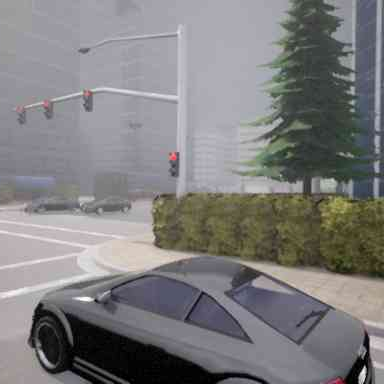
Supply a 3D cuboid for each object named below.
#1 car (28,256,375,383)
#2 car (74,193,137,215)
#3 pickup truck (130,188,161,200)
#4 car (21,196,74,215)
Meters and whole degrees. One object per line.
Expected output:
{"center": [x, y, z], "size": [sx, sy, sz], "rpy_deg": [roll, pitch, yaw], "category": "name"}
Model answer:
{"center": [-0.143, 1.526, 4.081], "size": [4.181, 1.385, 1.994], "rpy_deg": [1, 1, 36], "category": "car"}
{"center": [-7.453, 1.140, 29.164], "size": [1.837, 1.490, 4.892], "rpy_deg": [1, 1, 35], "category": "car"}
{"center": [-8.329, 0.431, 56.630], "size": [6.274, 2.098, 2.390], "rpy_deg": [0, 1, -24], "category": "pickup truck"}
{"center": [-12.102, 1.073, 28.632], "size": [2.128, 1.511, 4.902], "rpy_deg": [1, 1, 35], "category": "car"}
